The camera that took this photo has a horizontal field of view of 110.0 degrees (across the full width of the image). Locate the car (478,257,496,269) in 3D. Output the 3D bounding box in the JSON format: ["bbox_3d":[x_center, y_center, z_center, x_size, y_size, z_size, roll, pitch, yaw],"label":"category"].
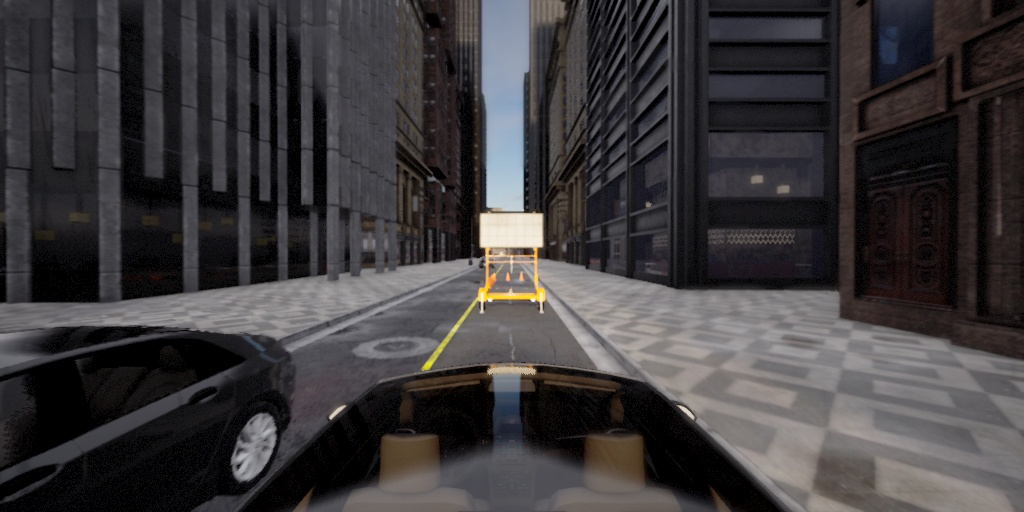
[{"bbox_3d":[-3.126,0.875,45.351,2.128,1.511,4.902,0,0,0],"label":"car"}]

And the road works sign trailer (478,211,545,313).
[{"bbox_3d":[-0.012,0.113,13.488,2.380,3.560,2.880,0,0,0],"label":"road works sign trailer"}]

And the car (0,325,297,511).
[{"bbox_3d":[-3.100,1.255,1.688,1.837,1.490,4.892,0,0,0],"label":"car"}]
